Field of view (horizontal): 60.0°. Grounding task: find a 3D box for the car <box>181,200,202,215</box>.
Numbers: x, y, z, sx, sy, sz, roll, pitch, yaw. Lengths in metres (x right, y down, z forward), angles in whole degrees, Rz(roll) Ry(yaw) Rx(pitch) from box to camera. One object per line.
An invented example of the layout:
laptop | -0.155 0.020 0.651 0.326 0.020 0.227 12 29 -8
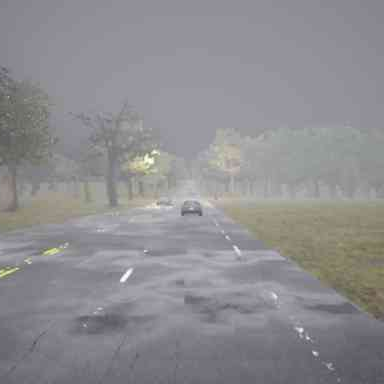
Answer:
car | -0.035 1.503 32.767 1.994 1.385 4.181 0 0 0

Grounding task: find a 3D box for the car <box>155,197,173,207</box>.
car | -3.993 1.398 48.830 1.812 1.442 4.674 0 0 4
